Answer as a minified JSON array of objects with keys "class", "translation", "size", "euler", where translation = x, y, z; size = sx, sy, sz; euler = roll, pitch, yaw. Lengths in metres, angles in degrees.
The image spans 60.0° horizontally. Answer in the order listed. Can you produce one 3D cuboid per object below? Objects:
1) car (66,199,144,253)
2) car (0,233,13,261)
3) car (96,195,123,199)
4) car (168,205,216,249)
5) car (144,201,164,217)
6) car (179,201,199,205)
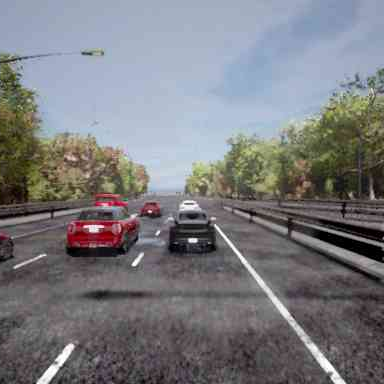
[{"class":"car","translation":[-3.486,1.363,13.857],"size":[2.097,1.767,4.553],"euler":[0,0,-1]},{"class":"car","translation":[-6.947,1.533,9.327],"size":[1.812,1.442,4.674],"euler":[0,0,0]},{"class":"car","translation":[-7.227,1.254,29.845],"size":[2.150,2.045,5.566],"euler":[0,0,-1]},{"class":"car","translation":[0.008,1.516,14.543],"size":[1.837,1.490,4.892],"euler":[0,0,-1]},{"class":"car","translation":[-3.769,1.560,31.781],"size":[1.812,1.442,4.674],"euler":[0,0,-1]},{"class":"car","translation":[-0.266,1.558,31.675],"size":[1.812,1.442,4.674],"euler":[0,0,-1]}]
